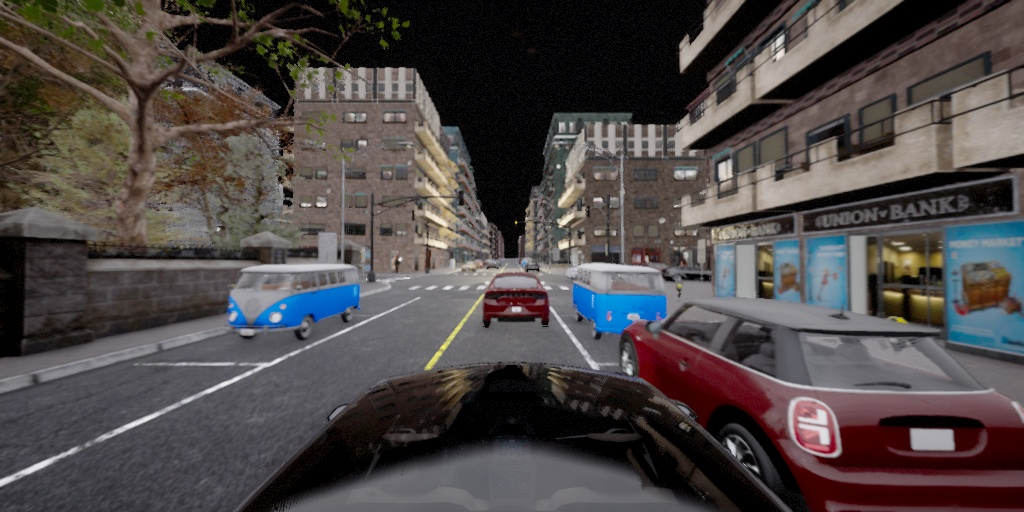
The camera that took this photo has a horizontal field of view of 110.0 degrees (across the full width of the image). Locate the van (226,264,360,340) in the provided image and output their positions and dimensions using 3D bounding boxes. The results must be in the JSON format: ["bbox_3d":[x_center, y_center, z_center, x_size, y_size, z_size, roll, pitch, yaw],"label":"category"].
[{"bbox_3d":[-5.654,1.108,9.747,1.690,1.789,3.998,0,0,0],"label":"van"}]

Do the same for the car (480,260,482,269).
[{"bbox_3d":[-5.677,1.320,58.977,1.967,1.591,4.097,0,0,0],"label":"car"}]

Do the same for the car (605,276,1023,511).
[{"bbox_3d":[2.661,1.196,4.220,1.967,1.591,4.097,0,0,0],"label":"car"}]

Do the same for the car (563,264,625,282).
[{"bbox_3d":[6.787,1.363,29.753,4.674,1.442,1.812,0,-2,-18],"label":"car"}]

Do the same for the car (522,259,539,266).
[{"bbox_3d":[2.702,1.420,47.690,1.948,1.339,4.313,0,0,0],"label":"car"}]

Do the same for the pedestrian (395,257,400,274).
[{"bbox_3d":[-12.531,1.040,39.137,0.375,1.860,0.375,0,-1,1],"label":"pedestrian"}]

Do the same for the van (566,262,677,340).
[{"bbox_3d":[2.660,1.109,9.743,1.690,1.789,3.998,0,0,0],"label":"van"}]

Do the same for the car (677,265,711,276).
[{"bbox_3d":[13.540,1.385,27.475,4.313,1.339,1.948,0,0,1],"label":"car"}]

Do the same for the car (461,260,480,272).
[{"bbox_3d":[-5.679,1.379,47.521,1.751,1.417,4.829,0,0,0],"label":"car"}]

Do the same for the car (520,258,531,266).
[{"bbox_3d":[2.703,1.418,53.332,2.007,1.370,4.403,0,0,0],"label":"car"}]

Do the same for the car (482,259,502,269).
[{"bbox_3d":[-3.046,1.423,56.917,2.033,1.411,5.357,0,0,1],"label":"car"}]

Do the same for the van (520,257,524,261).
[{"bbox_3d":[2.705,1.235,64.617,1.690,1.789,3.998,0,0,0],"label":"van"}]

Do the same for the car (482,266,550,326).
[{"bbox_3d":[0.102,1.250,11.757,1.882,1.535,5.008,0,0,0],"label":"car"}]
